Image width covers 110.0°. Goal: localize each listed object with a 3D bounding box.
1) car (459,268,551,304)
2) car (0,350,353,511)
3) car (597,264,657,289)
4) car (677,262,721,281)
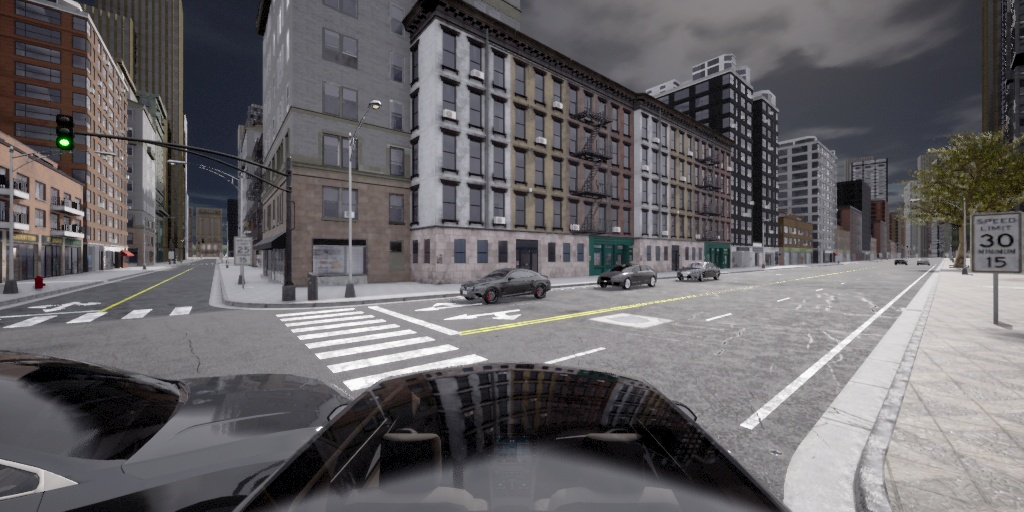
[{"bbox_3d":[-0.194,1.285,16.647,4.674,1.442,1.812,0,0,-40],"label":"car"},{"bbox_3d":[-3.239,1.257,1.646,4.892,1.490,1.837,0,0,-35],"label":"car"},{"bbox_3d":[7.440,1.256,22.942,4.892,1.490,1.837,0,0,-39],"label":"car"},{"bbox_3d":[15.389,1.233,29.486,4.902,1.511,2.128,0,0,-39],"label":"car"}]
